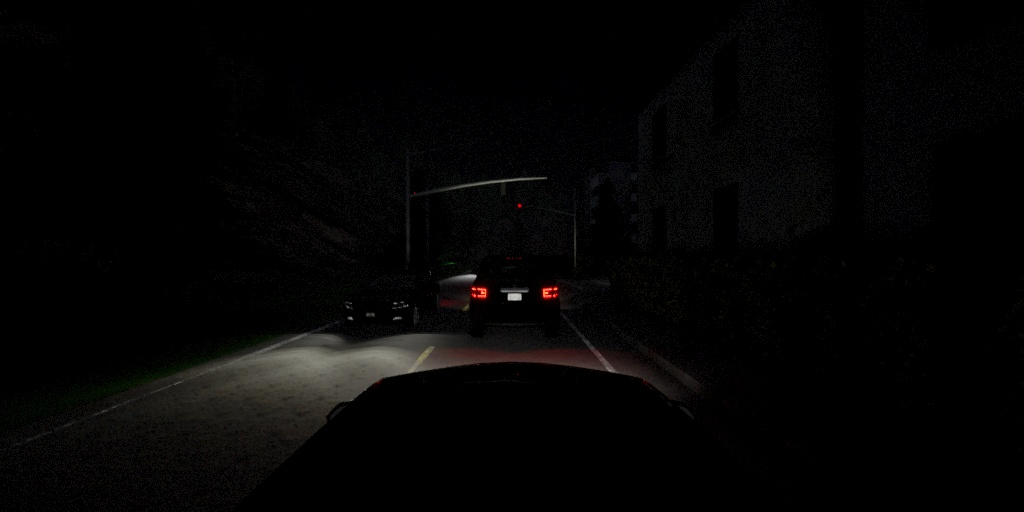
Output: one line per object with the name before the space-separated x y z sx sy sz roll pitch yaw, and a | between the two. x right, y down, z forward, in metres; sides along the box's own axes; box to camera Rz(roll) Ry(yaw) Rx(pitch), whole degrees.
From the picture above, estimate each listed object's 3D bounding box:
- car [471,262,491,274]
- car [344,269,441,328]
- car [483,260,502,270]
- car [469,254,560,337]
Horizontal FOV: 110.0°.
car | -3.590 1.361 42.081 1.895 1.301 4.718 0 0 1
car | -3.618 1.230 11.657 1.882 1.535 5.008 0 0 0
car | -2.883 1.289 53.534 1.812 1.442 4.674 0 0 10
car | 0.065 0.974 10.384 2.150 2.045 5.566 0 0 0
